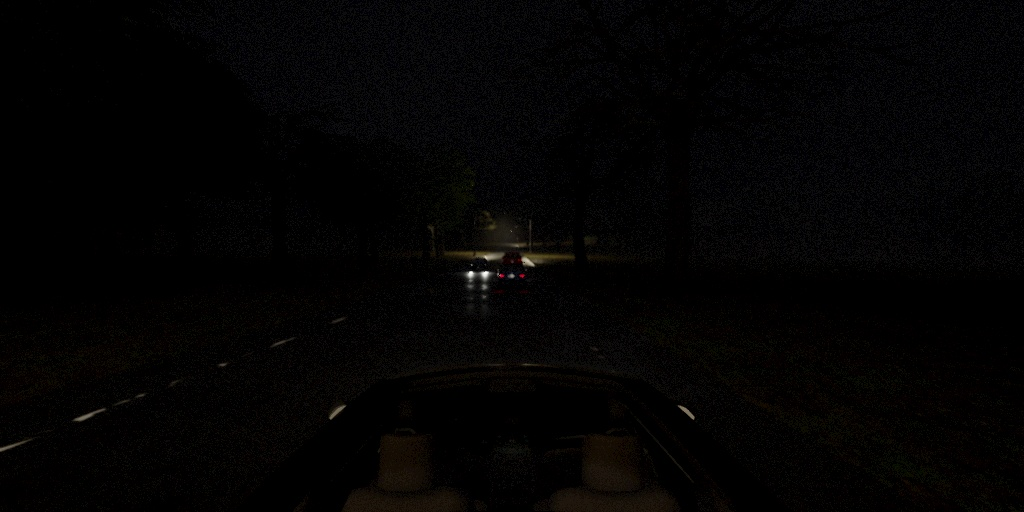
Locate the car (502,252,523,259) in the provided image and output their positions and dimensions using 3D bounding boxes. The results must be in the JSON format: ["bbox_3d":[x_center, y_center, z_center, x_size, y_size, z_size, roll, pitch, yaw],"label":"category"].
[{"bbox_3d":[0.049,0.554,39.699,2.150,2.045,5.566,0,2,0],"label":"car"}]

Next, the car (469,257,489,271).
[{"bbox_3d":[-3.521,0.860,39.540,1.812,1.442,4.674,0,1,0],"label":"car"}]

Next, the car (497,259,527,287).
[{"bbox_3d":[0.003,1.152,22.968,2.033,1.411,5.357,0,1,0],"label":"car"}]
